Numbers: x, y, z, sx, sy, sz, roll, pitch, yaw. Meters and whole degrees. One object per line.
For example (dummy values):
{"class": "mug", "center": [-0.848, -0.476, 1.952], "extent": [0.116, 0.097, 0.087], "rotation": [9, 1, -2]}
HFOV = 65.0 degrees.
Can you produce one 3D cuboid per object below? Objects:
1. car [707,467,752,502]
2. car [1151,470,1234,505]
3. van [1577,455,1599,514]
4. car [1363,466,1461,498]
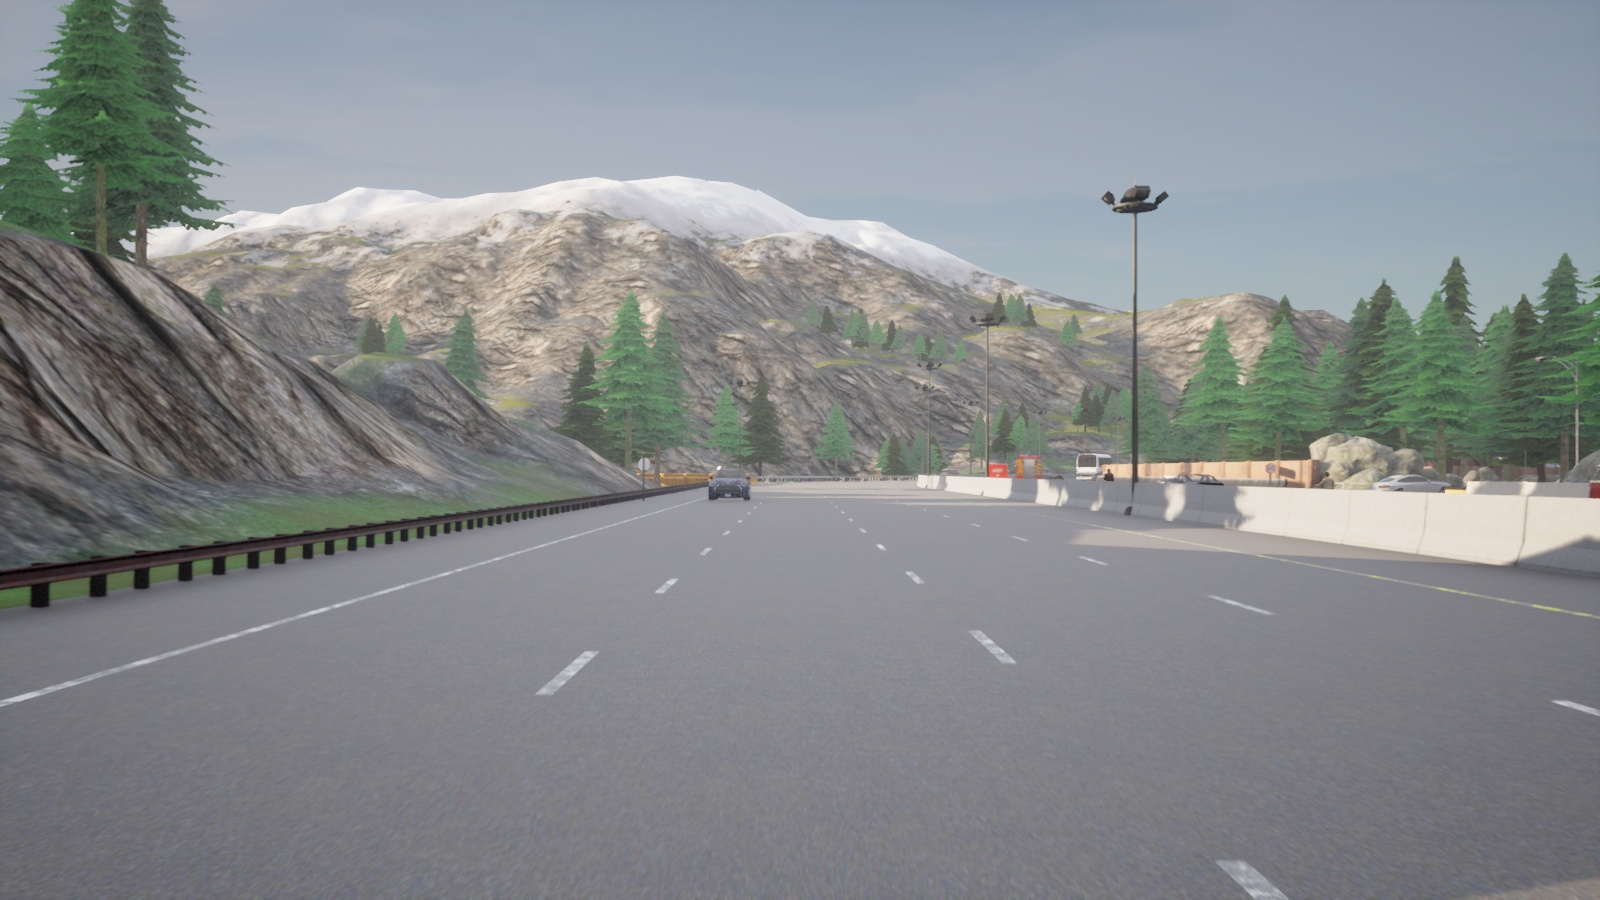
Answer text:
{"class": "car", "center": [-3.660, 1.791, 65.992], "extent": [2.097, 1.767, 4.553], "rotation": [0, -1, 0]}
{"class": "car", "center": [17.365, 1.636, 55.824], "extent": [2.128, 1.511, 4.902], "rotation": [0, -1, 0]}
{"class": "van", "center": [27.899, 1.149, 41.389], "extent": [1.775, 1.987, 4.442], "rotation": [0, -1, 0]}
{"class": "car", "center": [34.127, 1.795, 70.050], "extent": [4.674, 1.442, 1.812], "rotation": [-4, -1, -10]}
